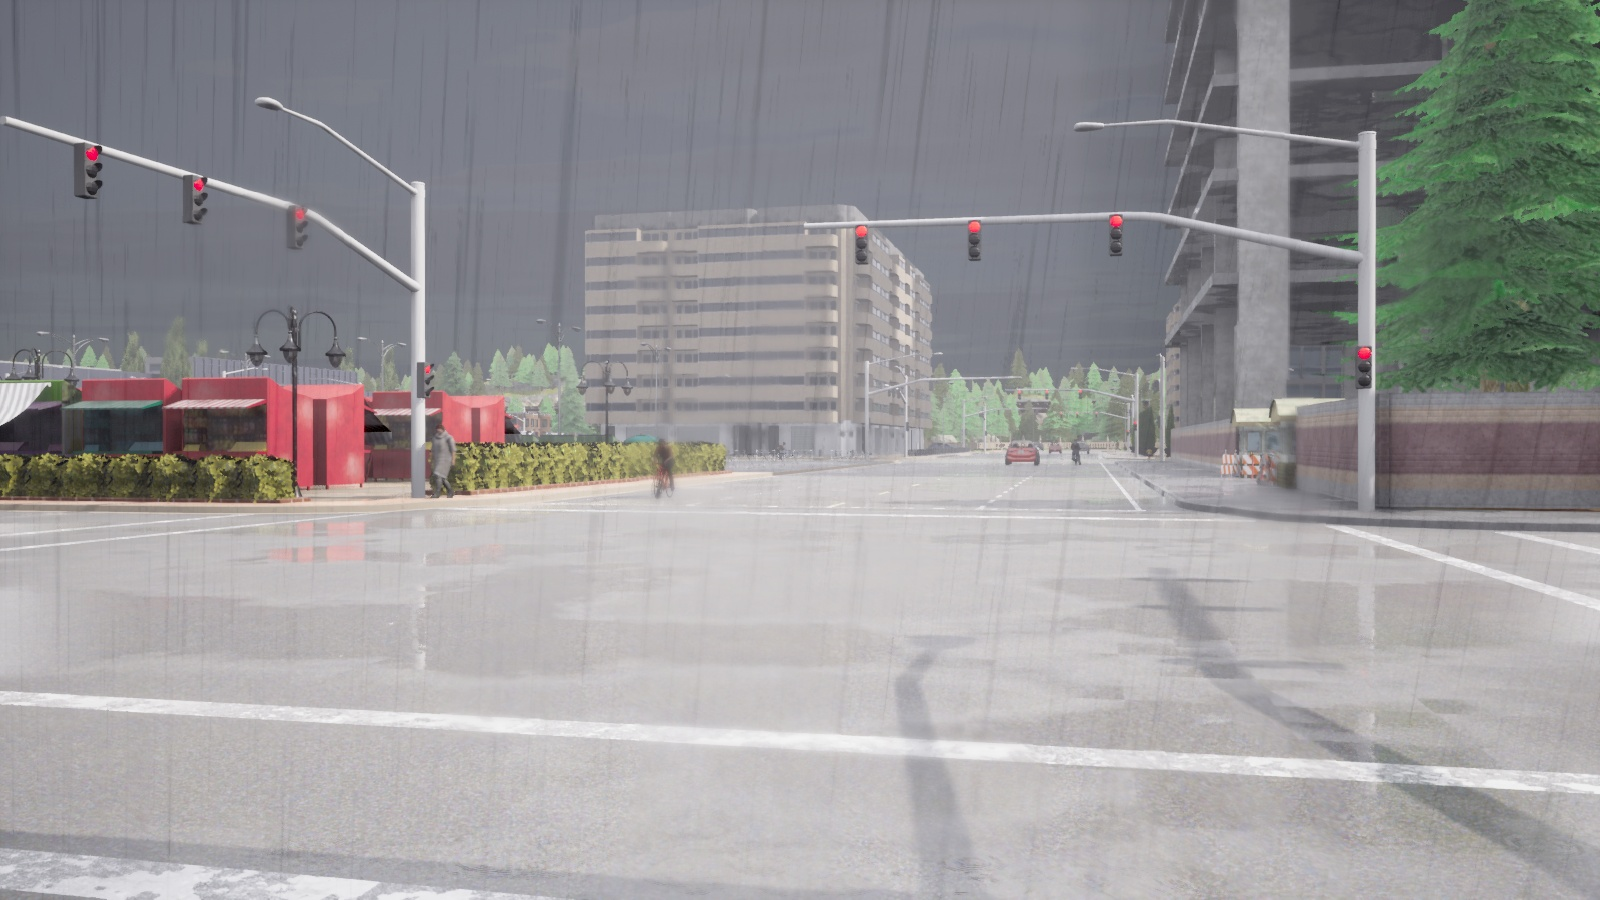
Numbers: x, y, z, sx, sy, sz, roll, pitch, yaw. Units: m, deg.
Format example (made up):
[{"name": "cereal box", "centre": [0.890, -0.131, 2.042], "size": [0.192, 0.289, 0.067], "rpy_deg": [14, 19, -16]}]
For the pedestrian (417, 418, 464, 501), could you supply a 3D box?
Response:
[{"name": "pedestrian", "centre": [-8.682, 0.222, 30.351], "size": [0.659, 1.952, 0.873], "rpy_deg": [0, 0, 31]}]

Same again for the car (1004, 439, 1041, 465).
[{"name": "car", "centre": [15.074, 0.123, 84.990], "size": [2.242, 1.667, 4.611], "rpy_deg": [0, 0, 12]}]

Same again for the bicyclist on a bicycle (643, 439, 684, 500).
[{"name": "bicyclist on a bicycle", "centre": [-3.670, 0.505, 33.890], "size": [0.582, 1.620, 1.656], "rpy_deg": [0, 1, 13]}]
